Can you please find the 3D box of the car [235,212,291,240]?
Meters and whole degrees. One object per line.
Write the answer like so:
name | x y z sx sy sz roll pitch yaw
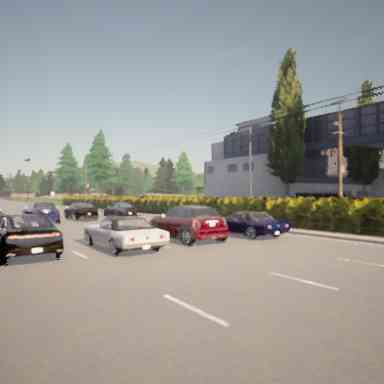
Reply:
car | 2.787 1.686 17.700 1.895 1.301 4.718 0 0 -35

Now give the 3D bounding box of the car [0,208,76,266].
car | -6.086 1.568 12.064 2.128 1.511 4.902 0 0 -35

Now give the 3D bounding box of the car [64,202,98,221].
car | -9.855 1.651 29.309 1.882 1.535 5.008 0 0 -35

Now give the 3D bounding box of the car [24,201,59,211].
car | -11.949 1.513 26.212 2.097 1.767 4.553 0 0 -35

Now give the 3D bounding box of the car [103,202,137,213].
car | -6.725 1.700 30.945 1.812 1.442 4.674 0 0 -35

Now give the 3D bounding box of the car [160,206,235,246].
car | -0.356 1.435 16.085 2.097 1.767 4.553 0 0 -35

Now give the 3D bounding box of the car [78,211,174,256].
car | -2.897 1.678 13.613 1.895 1.301 4.718 0 0 -35
